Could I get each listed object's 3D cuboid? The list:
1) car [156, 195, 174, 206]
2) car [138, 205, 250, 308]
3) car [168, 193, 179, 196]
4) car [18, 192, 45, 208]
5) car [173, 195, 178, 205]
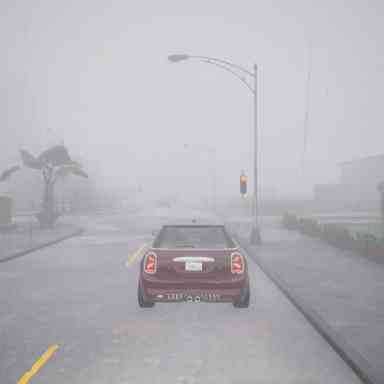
[{"bbox_3d":[-4.052,1.564,47.899,1.994,1.385,4.181,0,0,0],"label":"car"},{"bbox_3d":[0.052,1.352,8.086,2.097,1.767,4.553,0,0,1],"label":"car"},{"bbox_3d":[-3.943,1.221,68.195,2.150,2.045,5.566,0,0,1],"label":"car"},{"bbox_3d":[-19.721,0.985,41.964,1.905,1.878,3.866,0,0,35],"label":"car"},{"bbox_3d":[-4.022,1.601,57.801,1.895,1.301,4.718,0,0,0],"label":"car"}]
